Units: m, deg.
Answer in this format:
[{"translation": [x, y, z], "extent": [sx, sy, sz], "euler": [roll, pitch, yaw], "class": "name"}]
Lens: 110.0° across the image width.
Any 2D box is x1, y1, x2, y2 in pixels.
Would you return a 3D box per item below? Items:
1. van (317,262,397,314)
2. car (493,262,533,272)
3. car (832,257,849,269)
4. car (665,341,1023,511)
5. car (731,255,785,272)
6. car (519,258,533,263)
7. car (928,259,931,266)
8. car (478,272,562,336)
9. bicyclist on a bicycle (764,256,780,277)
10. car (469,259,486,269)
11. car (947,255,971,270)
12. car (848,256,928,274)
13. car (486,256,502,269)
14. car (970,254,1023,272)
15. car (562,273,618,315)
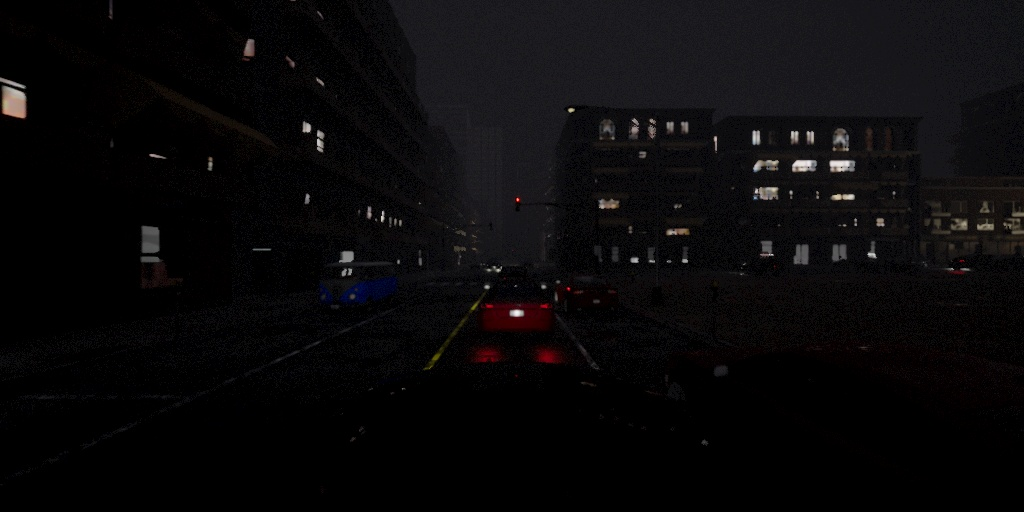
[{"translation": [-5.692, 1.111, 13.623], "extent": [1.690, 1.789, 3.998], "euler": [0, 0, 0], "class": "van"}, {"translation": [0.100, 1.286, 19.884], "extent": [1.837, 1.490, 4.892], "euler": [0, 0, 0], "class": "car"}, {"translation": [37.927, 0.726, 39.531], "extent": [4.313, 1.339, 1.948], "euler": [0, 0, -1], "class": "car"}, {"translation": [2.688, 1.296, 2.571], "extent": [1.888, 1.381, 4.507], "euler": [0, 0, 0], "class": "car"}, {"translation": [25.109, 0.731, 36.752], "extent": [4.553, 1.767, 2.097], "euler": [-1, 0, -1], "class": "car"}, {"translation": [2.687, 1.314, 62.621], "extent": [1.967, 1.591, 4.097], "euler": [0, 0, 0], "class": "car"}, {"translation": [43.495, 0.624, 39.610], "extent": [4.403, 1.370, 2.007], "euler": [0, 0, -1], "class": "car"}, {"translation": [0.103, 1.328, 10.488], "extent": [1.994, 1.385, 4.181], "euler": [0, 0, 0], "class": "car"}, {"translation": [20.244, 0.814, 27.947], "extent": [0.582, 1.620, 1.656], "euler": [-1, 0, -1], "class": "bicyclist on a bicycle"}, {"translation": [-5.692, 1.411, 57.099], "extent": [2.007, 1.370, 4.403], "euler": [0, 0, 0], "class": "car"}, {"translation": [44.395, 0.602, 33.881], "extent": [4.892, 1.490, 1.837], "euler": [-1, 0, 0], "class": "car"}, {"translation": [32.476, 0.852, 31.072], "extent": [4.403, 1.370, 2.007], "euler": [0, 0, -1], "class": "car"}, {"translation": [-3.044, 1.092, 61.496], "extent": [2.150, 2.045, 5.566], "euler": [0, 0, 1], "class": "car"}, {"translation": [43.613, 0.677, 31.230], "extent": [4.403, 1.370, 2.007], "euler": [0, 0, -1], "class": "car"}, {"translation": [2.688, 1.315, 13.623], "extent": [1.888, 1.381, 4.507], "euler": [0, 0, 0], "class": "car"}]
